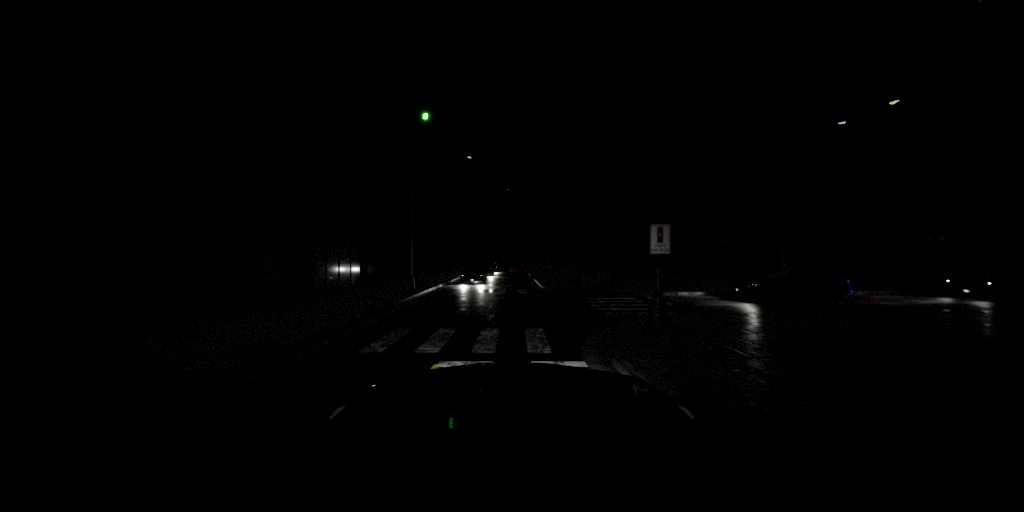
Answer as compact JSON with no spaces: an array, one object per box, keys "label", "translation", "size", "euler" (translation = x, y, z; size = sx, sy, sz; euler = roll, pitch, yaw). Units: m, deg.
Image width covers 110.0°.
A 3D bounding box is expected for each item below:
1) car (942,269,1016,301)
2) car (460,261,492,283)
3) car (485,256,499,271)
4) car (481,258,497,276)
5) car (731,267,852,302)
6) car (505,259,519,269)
[{"label":"car","translation":[22.428,1.226,15.970],"size":[4.718,1.301,1.895],"euler":[0,0,0]},{"label":"car","translation":[-2.890,1.314,28.035],"size":[2.033,1.411,5.357],"euler":[0,0,-2]},{"label":"car","translation":[-2.887,1.016,48.966],"size":[2.150,2.045,5.566],"euler":[0,0,0]},{"label":"car","translation":[-2.886,1.283,38.443],"size":[1.837,1.490,4.892],"euler":[0,0,0]},{"label":"car","translation":[12.329,1.204,15.935],"size":[4.674,1.442,1.812],"euler":[0,0,0]},{"label":"car","translation":[0.043,1.310,57.645],"size":[1.837,1.490,4.892],"euler":[0,-1,0]}]
